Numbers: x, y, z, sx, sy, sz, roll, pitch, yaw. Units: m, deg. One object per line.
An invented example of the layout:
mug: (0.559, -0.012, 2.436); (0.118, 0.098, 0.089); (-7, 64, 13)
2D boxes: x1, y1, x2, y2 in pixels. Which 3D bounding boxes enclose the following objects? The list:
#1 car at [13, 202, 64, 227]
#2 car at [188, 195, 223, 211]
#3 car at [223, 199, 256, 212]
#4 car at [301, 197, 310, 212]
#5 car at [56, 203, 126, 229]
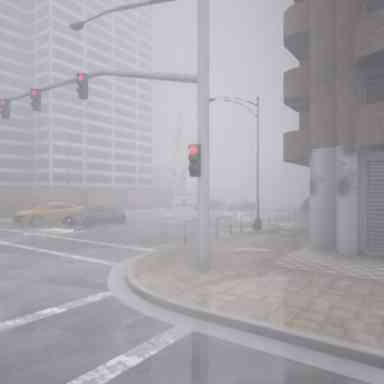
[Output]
car: (-9.734, 1.461, 23.115); (1.882, 1.535, 5.008); (0, 0, 35)
car: (2.090, 1.461, 39.779); (1.882, 1.535, 5.008); (0, 0, 36)
car: (5.901, 1.512, 39.080); (1.812, 1.442, 4.674); (0, 0, 36)
car: (14.354, 1.345, 38.672); (2.097, 1.767, 4.553); (0, 0, 35)
car: (-6.331, 1.550, 21.865); (1.994, 1.385, 4.181); (0, 0, 35)
